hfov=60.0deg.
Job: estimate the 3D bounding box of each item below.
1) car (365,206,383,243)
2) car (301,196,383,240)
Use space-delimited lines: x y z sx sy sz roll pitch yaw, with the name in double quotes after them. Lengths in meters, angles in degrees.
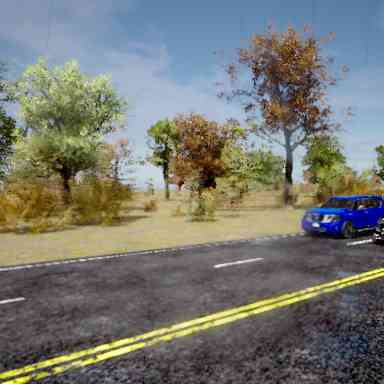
9.965 1.502 14.736 4.892 1.490 1.837 0 0 -35 "car"
8.150 1.219 17.435 5.566 2.045 2.150 0 0 -35 "car"
